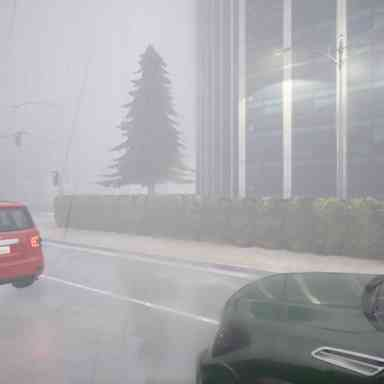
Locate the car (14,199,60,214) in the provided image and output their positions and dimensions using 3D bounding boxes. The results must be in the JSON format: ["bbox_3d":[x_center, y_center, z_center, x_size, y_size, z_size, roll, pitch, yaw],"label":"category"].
[{"bbox_3d":[-17.192,1.564,37.063,1.994,1.385,4.181,0,0,36],"label":"car"}]

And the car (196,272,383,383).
[{"bbox_3d":[2.688,1.221,2.073,5.566,2.045,2.150,0,0,36],"label":"car"}]

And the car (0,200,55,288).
[{"bbox_3d":[-5.778,1.221,8.059,5.566,2.045,2.150,0,0,38],"label":"car"}]
